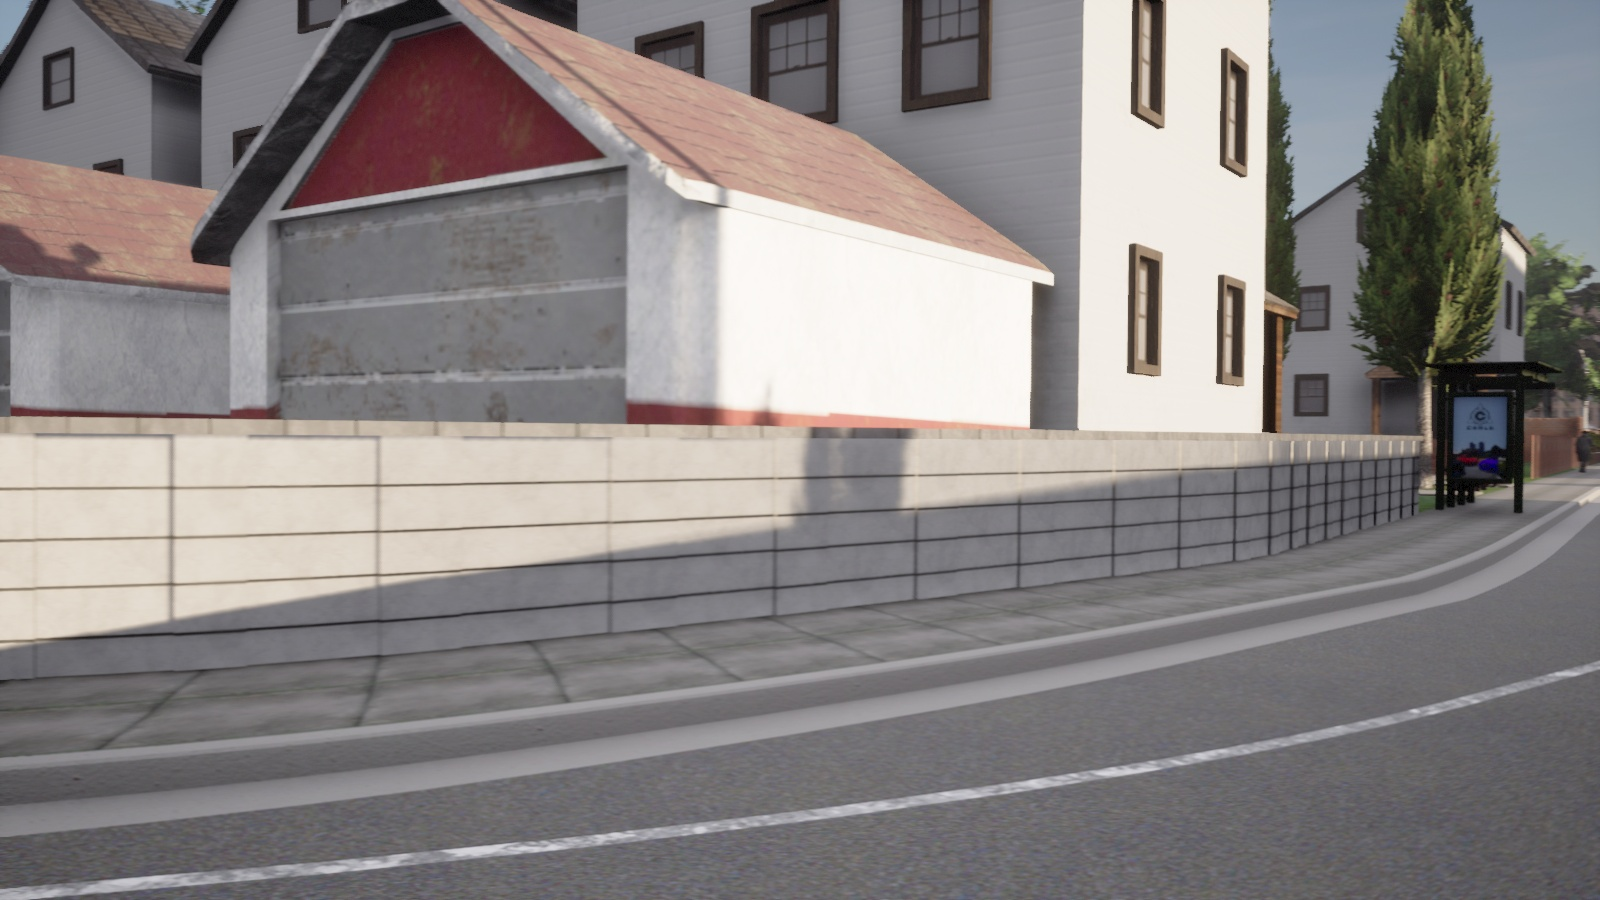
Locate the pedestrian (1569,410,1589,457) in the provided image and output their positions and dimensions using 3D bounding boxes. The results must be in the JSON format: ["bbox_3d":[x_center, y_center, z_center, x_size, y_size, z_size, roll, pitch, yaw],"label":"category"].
[{"bbox_3d":[33.073,-0.699,53.281,0.659,1.952,0.873,0,1,36],"label":"pedestrian"}]
